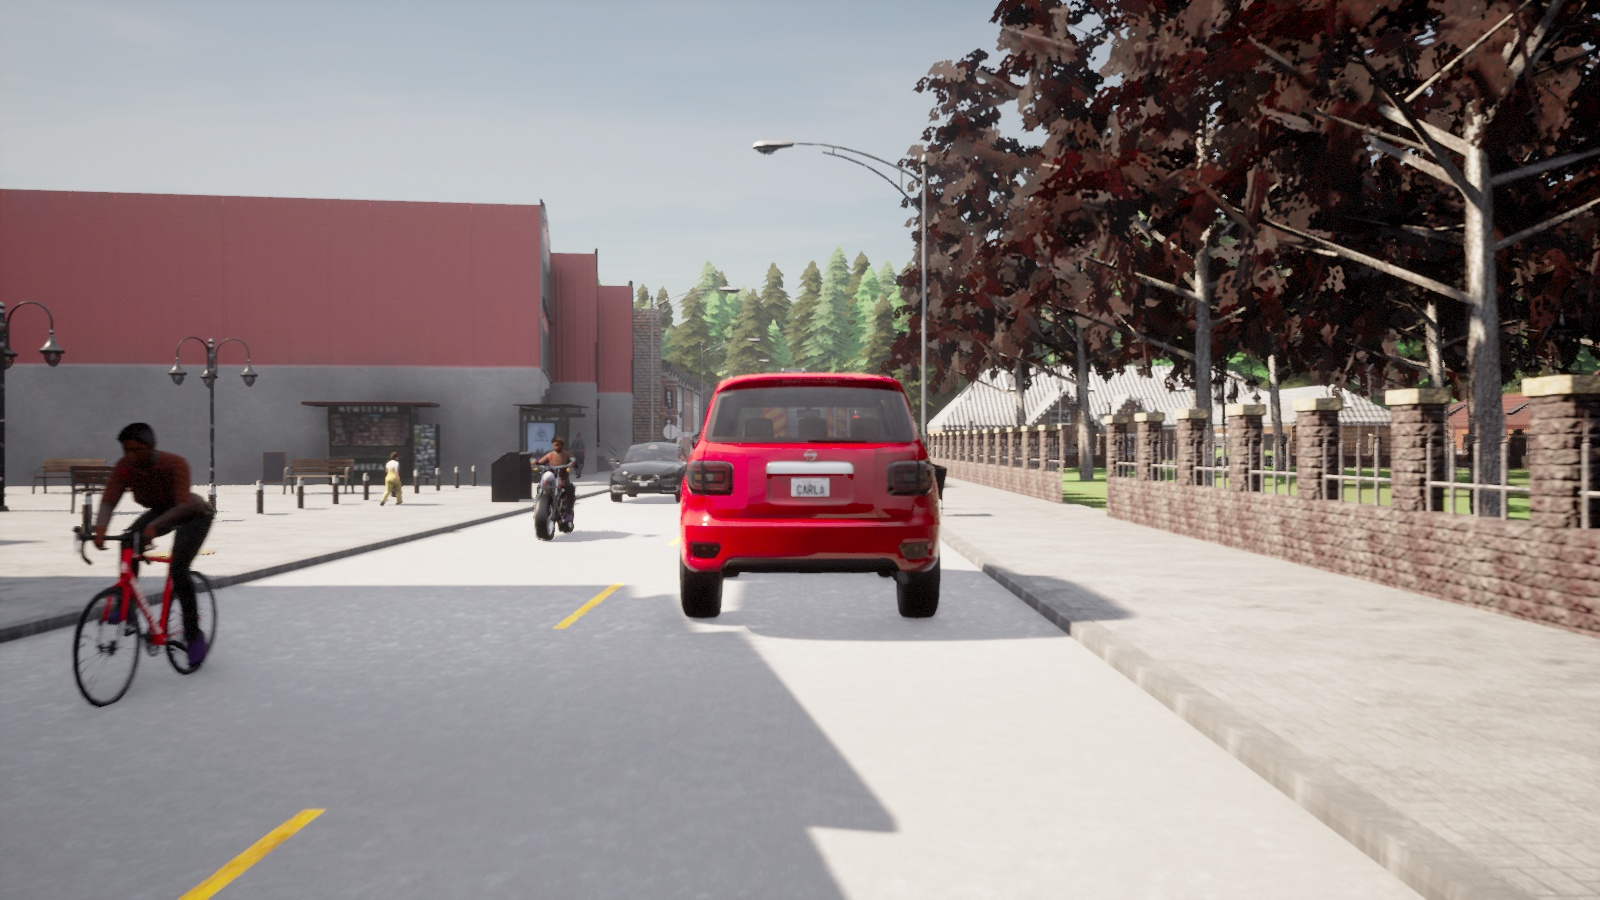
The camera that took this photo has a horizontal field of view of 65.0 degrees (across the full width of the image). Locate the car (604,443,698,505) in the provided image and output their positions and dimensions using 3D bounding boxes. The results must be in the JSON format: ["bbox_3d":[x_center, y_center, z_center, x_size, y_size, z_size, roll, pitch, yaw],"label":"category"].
[{"bbox_3d":[-3.777,0.564,32.680,1.837,1.490,4.892,0,0,0],"label":"car"}]

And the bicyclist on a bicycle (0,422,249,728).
[{"bbox_3d":[-3.942,0.654,7.480,0.582,1.620,1.656,0,1,0],"label":"bicyclist on a bicycle"}]

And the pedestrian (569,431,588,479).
[{"bbox_3d":[-8.568,0.176,48.568,0.540,1.848,0.694,0,0,8],"label":"pedestrian"}]

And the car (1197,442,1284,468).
[{"bbox_3d":[26.358,0.291,75.204,4.514,1.525,2.007,0,0,-1],"label":"car"}]

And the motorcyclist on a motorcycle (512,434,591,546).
[{"bbox_3d":[-3.868,0.583,19.723,0.766,1.649,2.350,0,0,0],"label":"motorcyclist on a motorcycle"}]

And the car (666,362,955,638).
[{"bbox_3d":[0.086,0.391,12.122,2.150,2.045,5.566,0,0,0],"label":"car"}]

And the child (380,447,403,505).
[{"bbox_3d":[-9.078,0.572,27.912,0.270,1.263,0.437,0,0,16],"label":"child"}]
